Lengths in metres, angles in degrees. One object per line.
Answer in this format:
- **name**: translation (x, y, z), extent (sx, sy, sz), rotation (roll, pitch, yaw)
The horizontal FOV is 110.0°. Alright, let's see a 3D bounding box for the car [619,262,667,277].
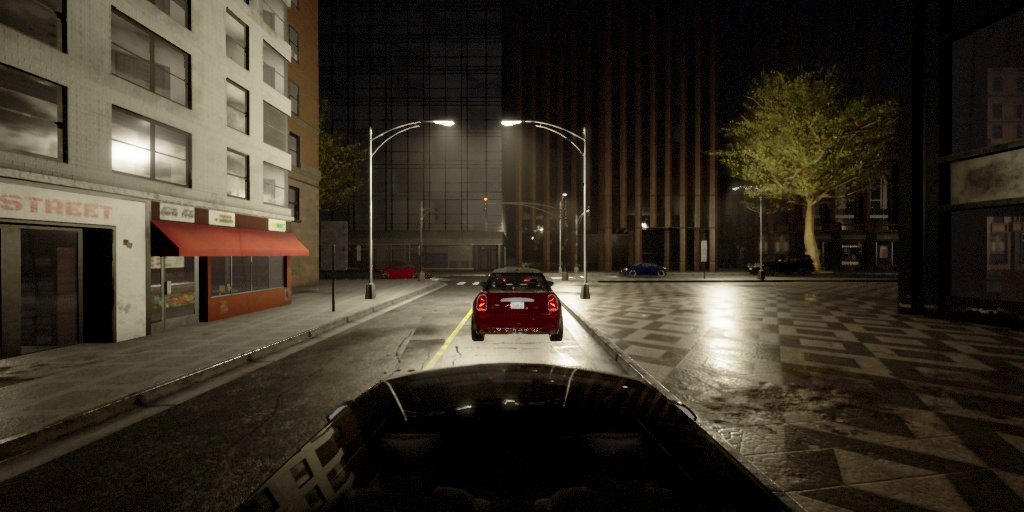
- **car**: translation (12.324, 1.257, 33.848), extent (4.181, 1.385, 1.994), rotation (0, 0, 0)

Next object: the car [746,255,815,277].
- **car**: translation (25.229, 0.876, 33.766), extent (5.566, 2.045, 2.150), rotation (0, 0, 0)

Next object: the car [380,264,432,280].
- **car**: translation (-8.950, 1.349, 30.410), extent (4.181, 1.385, 1.994), rotation (0, 0, 5)

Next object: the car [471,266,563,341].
- **car**: translation (0.123, 1.101, 9.982), extent (2.097, 1.767, 4.553), rotation (0, 0, 0)
